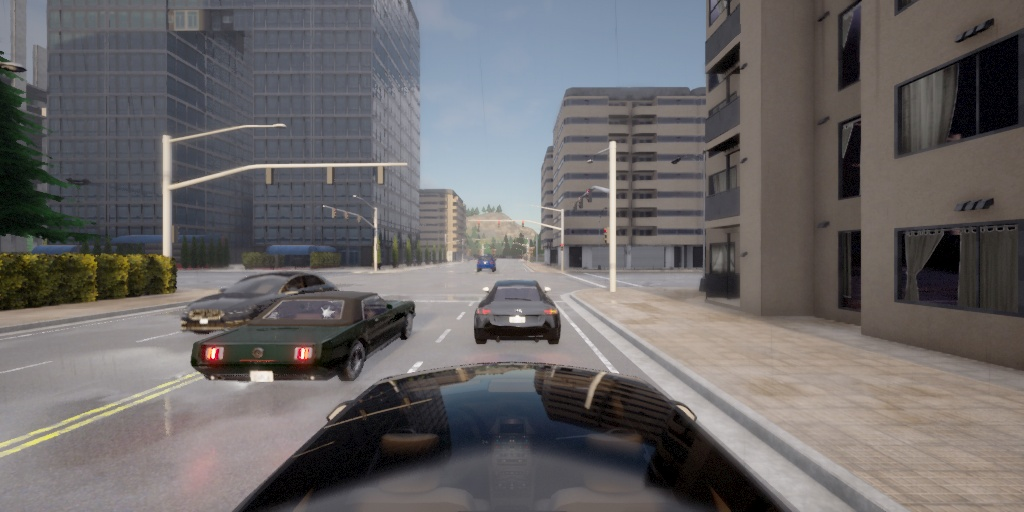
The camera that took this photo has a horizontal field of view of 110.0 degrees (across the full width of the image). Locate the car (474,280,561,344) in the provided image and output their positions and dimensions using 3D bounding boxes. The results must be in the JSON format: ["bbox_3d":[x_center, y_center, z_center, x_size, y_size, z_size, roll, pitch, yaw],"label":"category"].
[{"bbox_3d":[0.132,1.314,9.571,1.994,1.385,4.181,0,0,1],"label":"car"}]

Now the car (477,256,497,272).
[{"bbox_3d":[-3.200,0.971,45.849,2.150,2.045,5.566,0,0,0],"label":"car"}]

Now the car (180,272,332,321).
[{"bbox_3d":[-6.985,1.257,10.600,1.837,1.490,4.892,0,0,1],"label":"car"}]

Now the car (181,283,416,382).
[{"bbox_3d":[-3.380,1.350,7.095,1.895,1.301,4.718,0,0,0],"label":"car"}]
